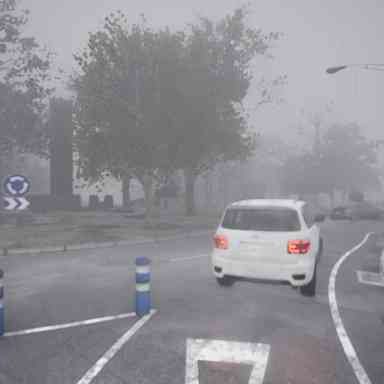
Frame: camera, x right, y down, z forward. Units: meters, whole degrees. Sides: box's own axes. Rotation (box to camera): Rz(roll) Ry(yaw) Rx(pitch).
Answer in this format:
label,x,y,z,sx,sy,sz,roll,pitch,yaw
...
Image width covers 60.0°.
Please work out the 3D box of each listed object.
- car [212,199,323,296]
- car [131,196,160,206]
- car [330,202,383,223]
label,x,y,z,sx,sy,sz,roll,pitch,yaw
car,2.252,1.194,8.981,2.150,2.045,5.566,0,0,22
car,-6.531,1.279,45.996,4.181,1.385,1.994,0,0,21
car,12.205,1.456,24.272,4.181,1.385,1.994,1,0,-21
